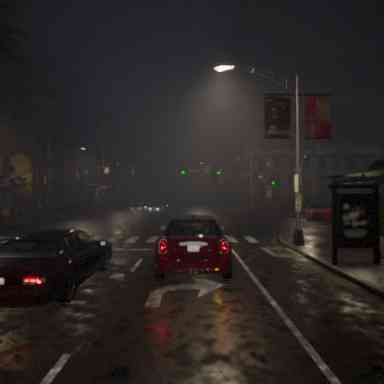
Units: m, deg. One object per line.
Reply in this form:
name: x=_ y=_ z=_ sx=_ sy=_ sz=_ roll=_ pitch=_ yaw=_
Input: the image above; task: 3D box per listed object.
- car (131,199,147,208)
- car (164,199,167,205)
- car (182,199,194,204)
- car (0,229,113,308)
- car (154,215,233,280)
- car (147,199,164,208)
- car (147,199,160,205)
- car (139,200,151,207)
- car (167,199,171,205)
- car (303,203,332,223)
car: x=-10.898 y=2.234 z=66.887 sx=2.097 sy=1.767 sz=4.553 roll=0 pitch=-1 yaw=0
car: x=-7.460 y=2.494 z=77.227 sx=1.882 sy=1.535 sz=5.008 roll=0 pitch=-1 yaw=0
car: x=-0.987 y=2.780 z=94.609 sx=2.033 sy=1.411 sz=5.357 roll=0 pitch=-1 yaw=22
car: x=-3.463 y=1.661 z=8.404 sx=2.033 sy=1.411 sz=5.357 roll=0 pitch=-1 yaw=0
car: x=0.031 y=1.493 z=10.606 sx=2.097 sy=1.767 sz=4.553 roll=0 pitch=-1 yaw=0
car: x=-7.399 y=2.484 z=67.113 sx=1.895 sy=1.301 sz=4.718 roll=0 pitch=-1 yaw=0
car: x=-10.206 y=2.675 z=87.419 sx=2.128 sy=1.511 sz=4.902 roll=0 pitch=-1 yaw=9
car: x=-10.954 y=2.541 z=77.092 sx=2.128 sy=1.511 sz=4.902 roll=0 pitch=-1 yaw=0
car: x=-6.669 y=2.672 z=87.307 sx=1.812 sy=1.442 sz=4.674 roll=0 pitch=-1 yaw=9
car: x=12.068 y=1.725 z=28.689 sx=4.553 sy=1.767 sz=2.097 roll=0 pitch=-1 yaw=0
